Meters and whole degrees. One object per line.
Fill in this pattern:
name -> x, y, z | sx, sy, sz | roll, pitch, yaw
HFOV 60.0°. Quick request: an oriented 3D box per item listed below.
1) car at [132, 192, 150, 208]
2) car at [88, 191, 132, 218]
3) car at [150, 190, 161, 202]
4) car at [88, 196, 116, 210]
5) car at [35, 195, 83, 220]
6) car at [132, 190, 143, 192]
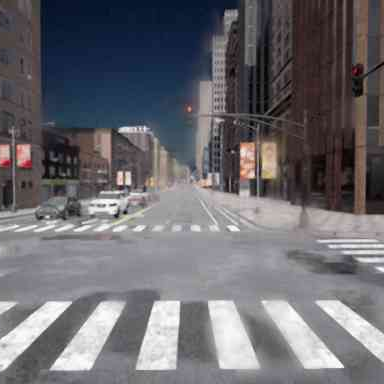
car -> -6.648, 1.108, 40.768 | 1.812, 1.442, 4.674 | 0, 1, 0
car -> -6.626, 0.944, 27.028 | 2.150, 2.045, 5.566 | 0, 1, 0
car -> -6.618, 0.913, 57.430 | 1.837, 1.490, 4.892 | 0, 0, 0
car -> -9.896, 1.184, 37.065 | 1.994, 1.385, 4.181 | 0, 1, 0
car -> -9.882, 1.096, 24.974 | 2.097, 1.767, 4.553 | 0, 1, 0
car -> -9.851, 0.610, 59.584 | 2.150, 2.045, 5.566 | 0, 0, 0
